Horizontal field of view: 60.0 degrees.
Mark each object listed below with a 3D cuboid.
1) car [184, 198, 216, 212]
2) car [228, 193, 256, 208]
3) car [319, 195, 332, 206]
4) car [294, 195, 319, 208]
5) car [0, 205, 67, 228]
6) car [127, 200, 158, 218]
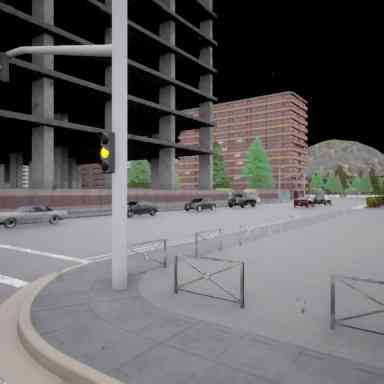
[{"bbox_3d":[0.976,1.449,38.468,1.837,1.490,4.892,0,0,35],"label":"car"},{"bbox_3d":[7.200,1.166,47.180,2.150,2.045,5.566,0,0,35],"label":"car"},{"bbox_3d":[21.682,1.297,55.250,2.097,1.767,4.553,0,0,35],"label":"car"},{"bbox_3d":[15.982,1.422,47.211,1.882,1.535,5.008,0,0,35],"label":"car"},{"bbox_3d":[-10.795,1.545,21.872,1.895,1.301,4.718,0,0,35],"label":"car"},{"bbox_3d":[-5.019,1.470,30.004,1.812,1.442,4.674,0,0,36],"label":"car"}]
